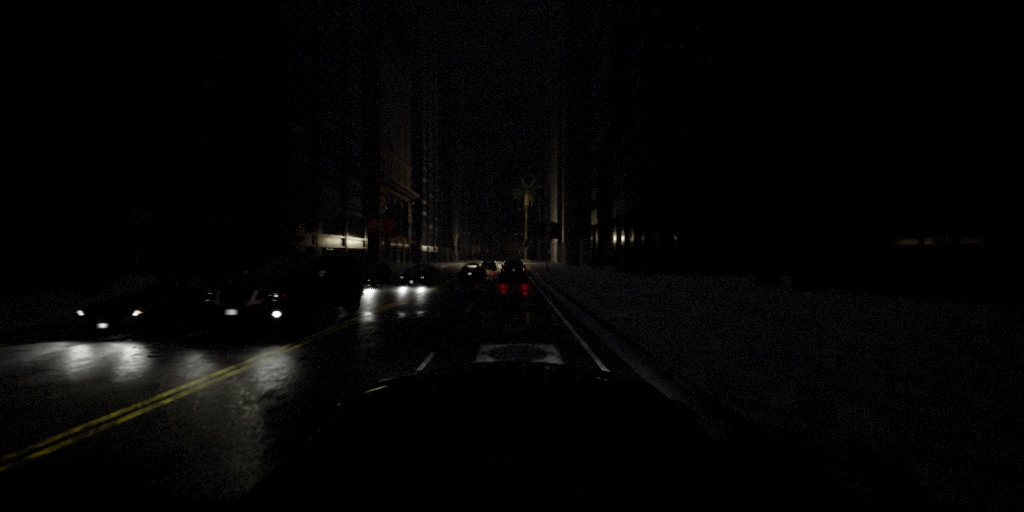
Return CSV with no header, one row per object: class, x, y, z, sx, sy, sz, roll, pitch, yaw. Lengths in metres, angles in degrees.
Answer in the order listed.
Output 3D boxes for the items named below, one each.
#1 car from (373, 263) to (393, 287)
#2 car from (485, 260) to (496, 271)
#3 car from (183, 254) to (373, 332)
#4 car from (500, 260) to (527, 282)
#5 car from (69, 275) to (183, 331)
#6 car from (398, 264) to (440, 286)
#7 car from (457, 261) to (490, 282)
car,-9.751,1.249,24.823,1.837,1.490,4.892,0,-1,1
car,-3.113,1.271,48.417,1.812,1.442,4.674,0,0,0
car,-6.584,0.966,11.192,2.150,2.045,5.566,0,0,0
car,0.125,1.099,29.195,2.097,1.767,4.553,0,0,0
car,-9.834,1.290,11.277,2.033,1.411,5.357,0,0,0
car,-6.488,1.291,25.823,2.033,1.411,5.357,0,0,0
car,-3.143,1.311,28.706,1.994,1.385,4.181,0,0,0
